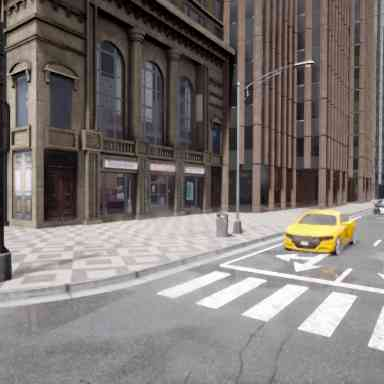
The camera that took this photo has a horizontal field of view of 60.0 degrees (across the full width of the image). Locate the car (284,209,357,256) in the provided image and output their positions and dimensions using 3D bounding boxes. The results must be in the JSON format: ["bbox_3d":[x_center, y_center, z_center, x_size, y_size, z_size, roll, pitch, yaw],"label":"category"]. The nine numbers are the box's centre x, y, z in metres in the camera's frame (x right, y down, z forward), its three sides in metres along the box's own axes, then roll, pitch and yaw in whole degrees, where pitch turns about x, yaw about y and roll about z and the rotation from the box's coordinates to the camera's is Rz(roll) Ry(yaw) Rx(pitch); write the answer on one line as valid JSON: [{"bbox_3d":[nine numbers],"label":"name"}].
[{"bbox_3d":[5.322,1.491,13.488,1.882,1.535,5.008,1,1,35],"label":"car"}]

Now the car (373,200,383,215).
[{"bbox_3d":[19.431,1.530,33.304,2.128,1.511,4.902,1,0,35],"label":"car"}]
